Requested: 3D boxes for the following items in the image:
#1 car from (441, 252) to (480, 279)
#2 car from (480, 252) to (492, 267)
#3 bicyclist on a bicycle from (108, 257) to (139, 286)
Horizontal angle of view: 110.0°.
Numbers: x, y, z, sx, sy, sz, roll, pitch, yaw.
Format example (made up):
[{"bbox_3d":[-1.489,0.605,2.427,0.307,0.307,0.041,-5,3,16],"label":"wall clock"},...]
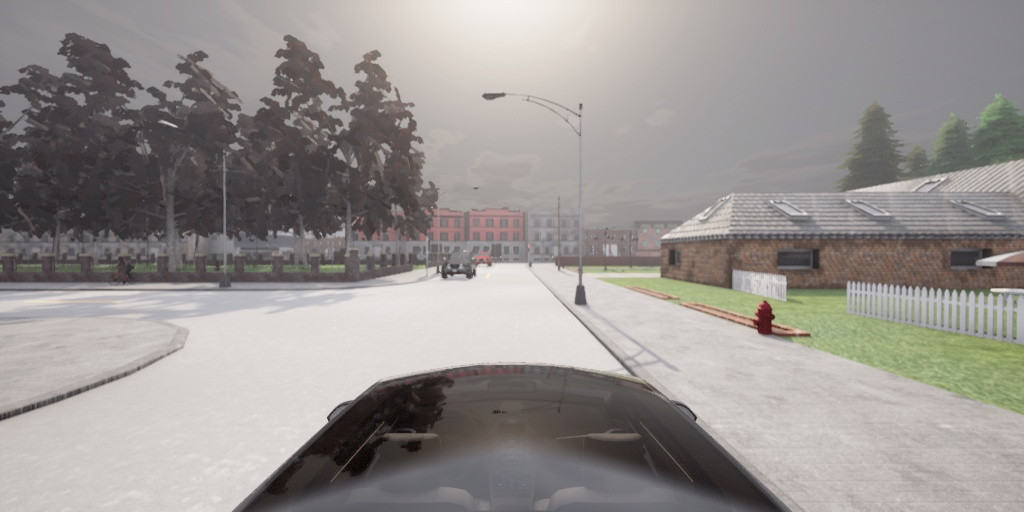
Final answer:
[{"bbox_3d":[-4.094,0.687,28.385,2.150,2.045,5.566,0,1,0],"label":"car"},{"bbox_3d":[-4.036,0.454,50.205,2.150,2.045,5.566,0,0,1],"label":"car"},{"bbox_3d":[-22.639,0.893,20.910,0.582,1.620,1.656,0,1,0],"label":"bicyclist on a bicycle"}]
